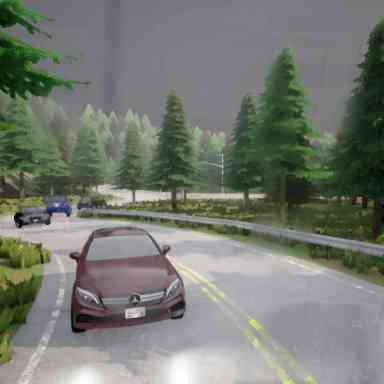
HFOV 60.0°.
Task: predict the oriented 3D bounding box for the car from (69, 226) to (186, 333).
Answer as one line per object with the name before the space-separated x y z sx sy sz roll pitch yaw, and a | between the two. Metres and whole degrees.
car | -1.530 1.522 7.111 1.812 1.442 4.674 -2 0 -17

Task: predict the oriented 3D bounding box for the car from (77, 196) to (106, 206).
car | -12.771 1.286 42.830 2.097 1.767 4.553 2 2 13

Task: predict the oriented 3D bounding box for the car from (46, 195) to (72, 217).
car | -12.902 1.324 32.237 2.150 2.045 5.566 -1 0 -18

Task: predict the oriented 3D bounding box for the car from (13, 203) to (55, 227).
car | -11.517 1.727 23.778 1.994 1.385 4.181 -4 2 -34
